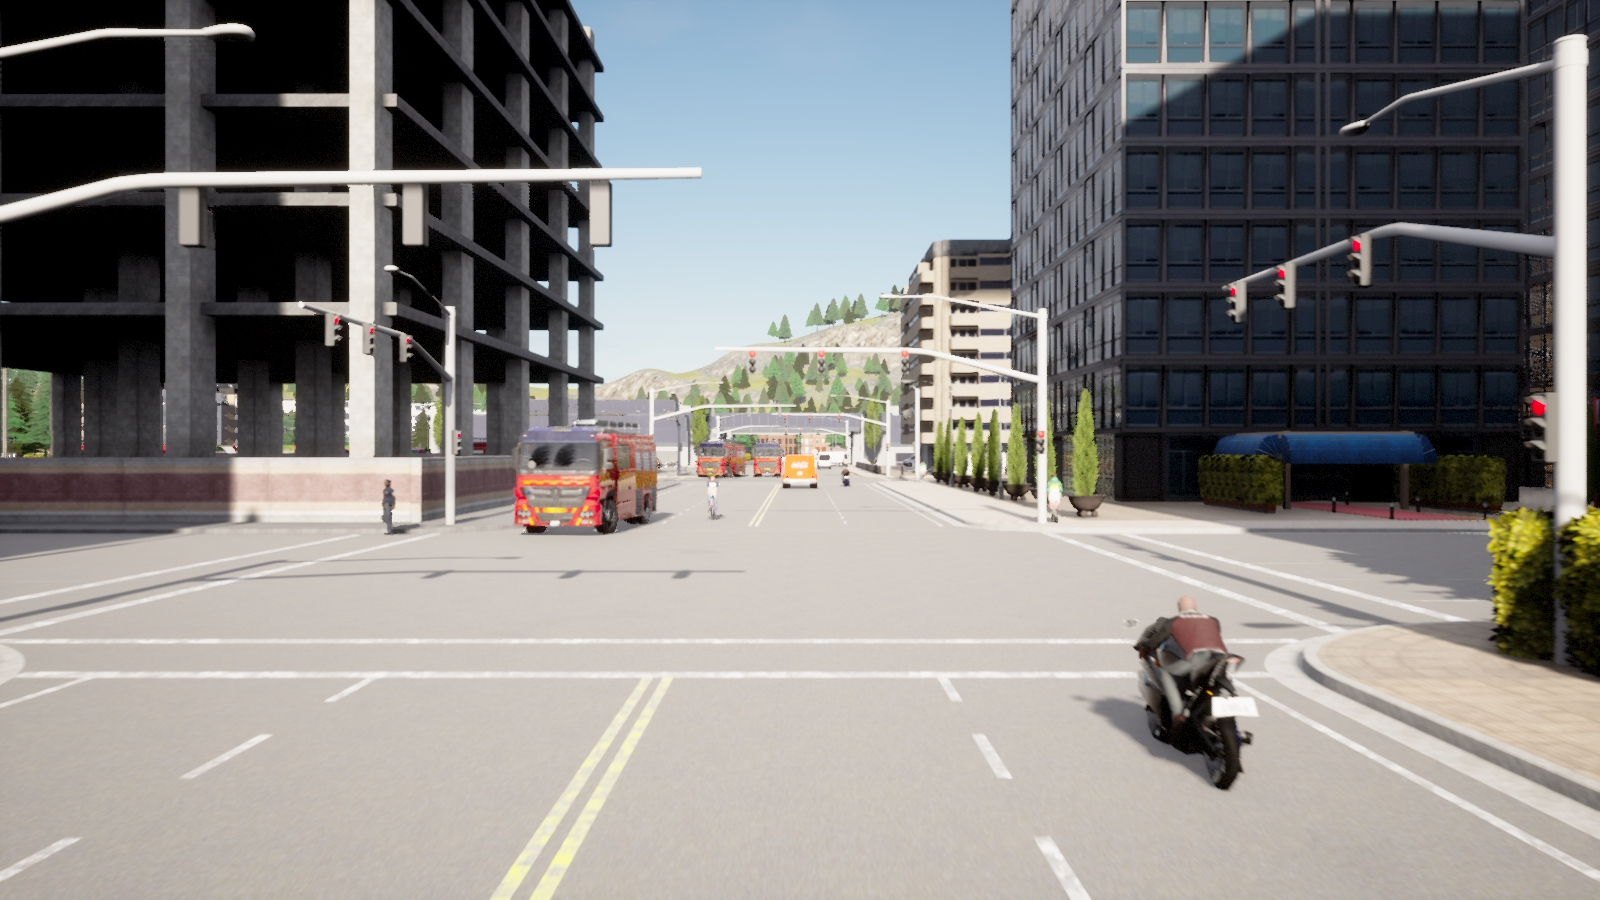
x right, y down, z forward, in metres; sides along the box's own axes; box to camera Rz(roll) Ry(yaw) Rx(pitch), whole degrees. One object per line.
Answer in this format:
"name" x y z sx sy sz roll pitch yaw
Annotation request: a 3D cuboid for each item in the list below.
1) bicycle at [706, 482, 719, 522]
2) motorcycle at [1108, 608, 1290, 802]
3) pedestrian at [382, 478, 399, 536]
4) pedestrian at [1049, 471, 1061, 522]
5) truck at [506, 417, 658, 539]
"bicycle" -3.466 2.056 45.297 0.373 1.496 1.643 0 1 -1
"motorcycle" 3.503 2.205 10.288 0.867 1.251 2.209 0 0 0
"pedestrian" -13.367 1.849 37.302 0.375 1.860 0.375 0 0 36
"pedestrian" 9.306 1.696 41.693 0.375 1.860 0.375 0 0 1
"truck" -7.405 0.891 40.218 2.891 3.827 8.468 0 0 6
